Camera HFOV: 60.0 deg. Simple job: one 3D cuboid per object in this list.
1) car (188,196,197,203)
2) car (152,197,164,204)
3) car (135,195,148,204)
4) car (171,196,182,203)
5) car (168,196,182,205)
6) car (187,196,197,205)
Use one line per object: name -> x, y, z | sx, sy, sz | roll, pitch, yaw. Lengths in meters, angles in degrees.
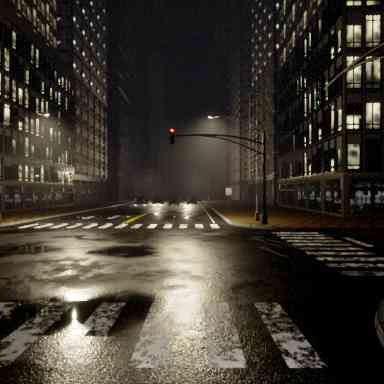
car -> 0.029, 1.583, 70.548 | 1.895, 1.301, 4.718 | 0, 0, 0
car -> -6.474, 1.680, 64.271 | 1.994, 1.385, 4.181 | 0, 0, 0
car -> -9.724, 1.468, 64.302 | 2.097, 1.767, 4.553 | 0, 0, 0
car -> -3.222, 1.522, 70.103 | 1.994, 1.385, 4.181 | 0, 0, 0
car -> -3.226, 1.647, 59.684 | 2.033, 1.411, 5.357 | 0, 0, 0
car -> 0.024, 1.648, 60.100 | 2.033, 1.411, 5.357 | 0, 0, 0
